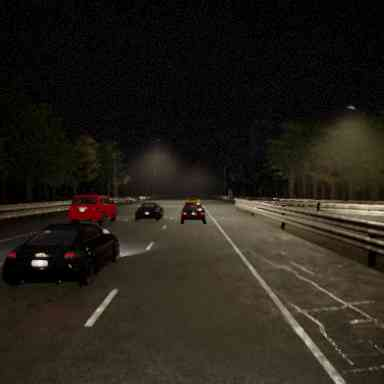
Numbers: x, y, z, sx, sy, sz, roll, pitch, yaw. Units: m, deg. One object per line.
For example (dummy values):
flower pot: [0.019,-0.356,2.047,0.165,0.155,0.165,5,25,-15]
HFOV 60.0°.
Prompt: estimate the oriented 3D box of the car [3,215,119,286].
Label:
car: [-3.402,1.565,9.446,1.994,1.385,4.181,0,0,0]

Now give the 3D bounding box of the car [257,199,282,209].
car: [10.455,1.640,45.494,1.994,1.385,4.181,0,0,-24]

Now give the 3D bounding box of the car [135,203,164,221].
car: [-3.399,1.568,27.235,1.994,1.385,4.181,0,0,0]

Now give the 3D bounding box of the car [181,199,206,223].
car: [0.098,1.552,25.490,2.033,1.411,5.357,0,0,0]

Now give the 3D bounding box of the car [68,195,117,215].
car: [-6.900,1.225,23.594,2.150,2.045,5.566,0,0,0]
